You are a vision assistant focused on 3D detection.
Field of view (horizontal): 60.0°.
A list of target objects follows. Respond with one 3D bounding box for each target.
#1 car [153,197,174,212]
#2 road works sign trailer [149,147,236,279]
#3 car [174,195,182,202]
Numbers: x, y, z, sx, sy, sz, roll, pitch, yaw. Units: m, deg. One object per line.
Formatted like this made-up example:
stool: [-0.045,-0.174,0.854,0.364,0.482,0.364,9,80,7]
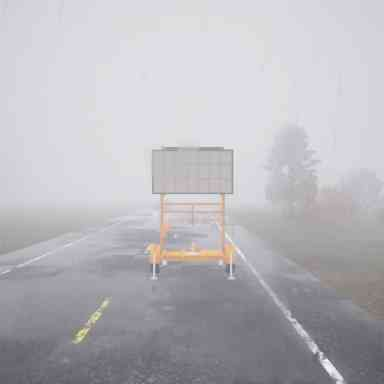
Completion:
car: [-3.516,1.543,39.507,1.812,1.442,4.674,0,0,0]
road works sign trailer: [0.021,0.465,9.974,2.380,3.560,2.880,0,0,0]
car: [-3.337,1.546,75.746,2.128,1.511,4.902,0,0,0]
